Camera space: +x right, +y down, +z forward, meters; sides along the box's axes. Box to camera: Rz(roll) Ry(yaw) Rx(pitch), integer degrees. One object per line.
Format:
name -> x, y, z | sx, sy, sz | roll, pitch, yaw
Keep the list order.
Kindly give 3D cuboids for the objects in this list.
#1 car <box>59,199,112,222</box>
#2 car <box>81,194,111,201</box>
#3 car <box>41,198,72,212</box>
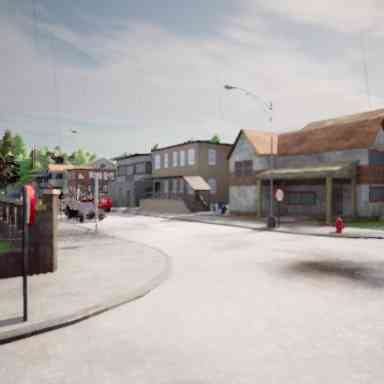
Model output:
car -> -8.531, 1.523, 26.299 | 2.033, 1.411, 5.357 | 0, 0, -35
car -> -10.674, 1.185, 36.541 | 2.150, 2.045, 5.566 | 0, 0, -35
car -> -14.541, 1.469, 34.762 | 2.128, 1.511, 4.902 | 0, 0, -35
